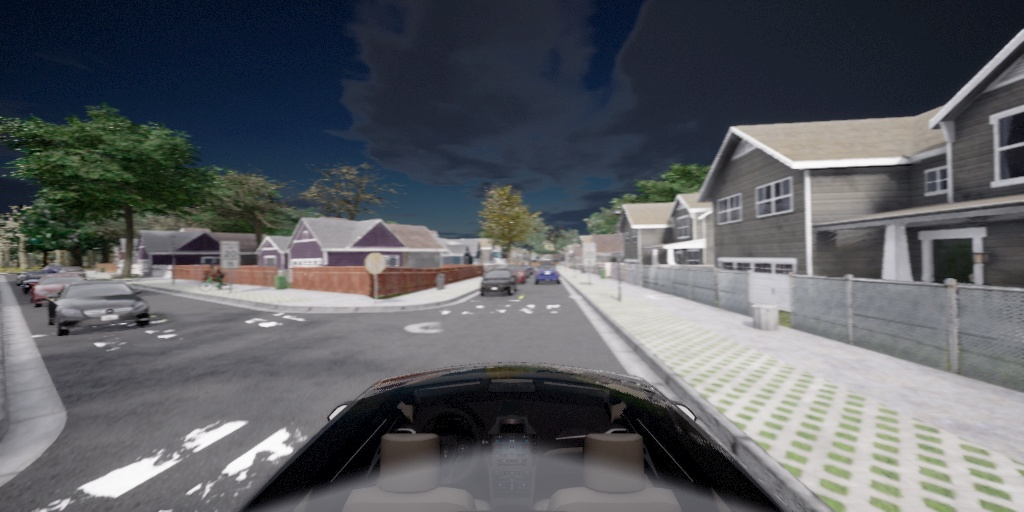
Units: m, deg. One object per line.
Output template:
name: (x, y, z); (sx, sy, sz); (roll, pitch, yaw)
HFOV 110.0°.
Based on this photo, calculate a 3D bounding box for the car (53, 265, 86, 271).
car: (-49.037, 1.990, 39.981); (4.902, 1.511, 2.128); (-1, 0, 35)

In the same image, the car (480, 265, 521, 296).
car: (-0.740, 1.542, 22.189); (1.882, 1.535, 5.008); (-1, -1, 5)

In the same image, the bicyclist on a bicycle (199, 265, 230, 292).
bicyclist on a bicycle: (-18.329, 1.361, 22.168); (0.582, 1.620, 1.656); (-1, 0, 35)

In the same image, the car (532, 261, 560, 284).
car: (3.145, 1.487, 31.962); (2.097, 1.767, 4.553); (-1, -1, 5)

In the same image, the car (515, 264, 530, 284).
car: (0.183, 1.550, 31.943); (2.097, 1.767, 4.553); (-1, -1, 6)

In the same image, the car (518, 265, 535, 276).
car: (2.193, 2.042, 52.625); (2.033, 1.411, 5.357); (-1, -1, 6)

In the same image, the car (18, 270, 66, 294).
car: (-32.823, 1.890, 25.170); (4.718, 1.301, 1.895); (-1, 0, 35)

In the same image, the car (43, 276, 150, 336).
car: (-13.339, 1.522, 11.523); (4.674, 1.442, 1.812); (-1, 0, 35)

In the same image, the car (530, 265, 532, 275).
car: (1.126, 1.885, 41.801); (2.033, 1.411, 5.357); (-1, -1, 5)

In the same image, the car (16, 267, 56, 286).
car: (-45.547, 2.067, 34.187); (4.181, 1.385, 1.994); (-1, 0, 35)

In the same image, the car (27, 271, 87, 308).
car: (-22.523, 1.660, 17.968); (4.674, 1.442, 1.812); (-1, 0, 35)
